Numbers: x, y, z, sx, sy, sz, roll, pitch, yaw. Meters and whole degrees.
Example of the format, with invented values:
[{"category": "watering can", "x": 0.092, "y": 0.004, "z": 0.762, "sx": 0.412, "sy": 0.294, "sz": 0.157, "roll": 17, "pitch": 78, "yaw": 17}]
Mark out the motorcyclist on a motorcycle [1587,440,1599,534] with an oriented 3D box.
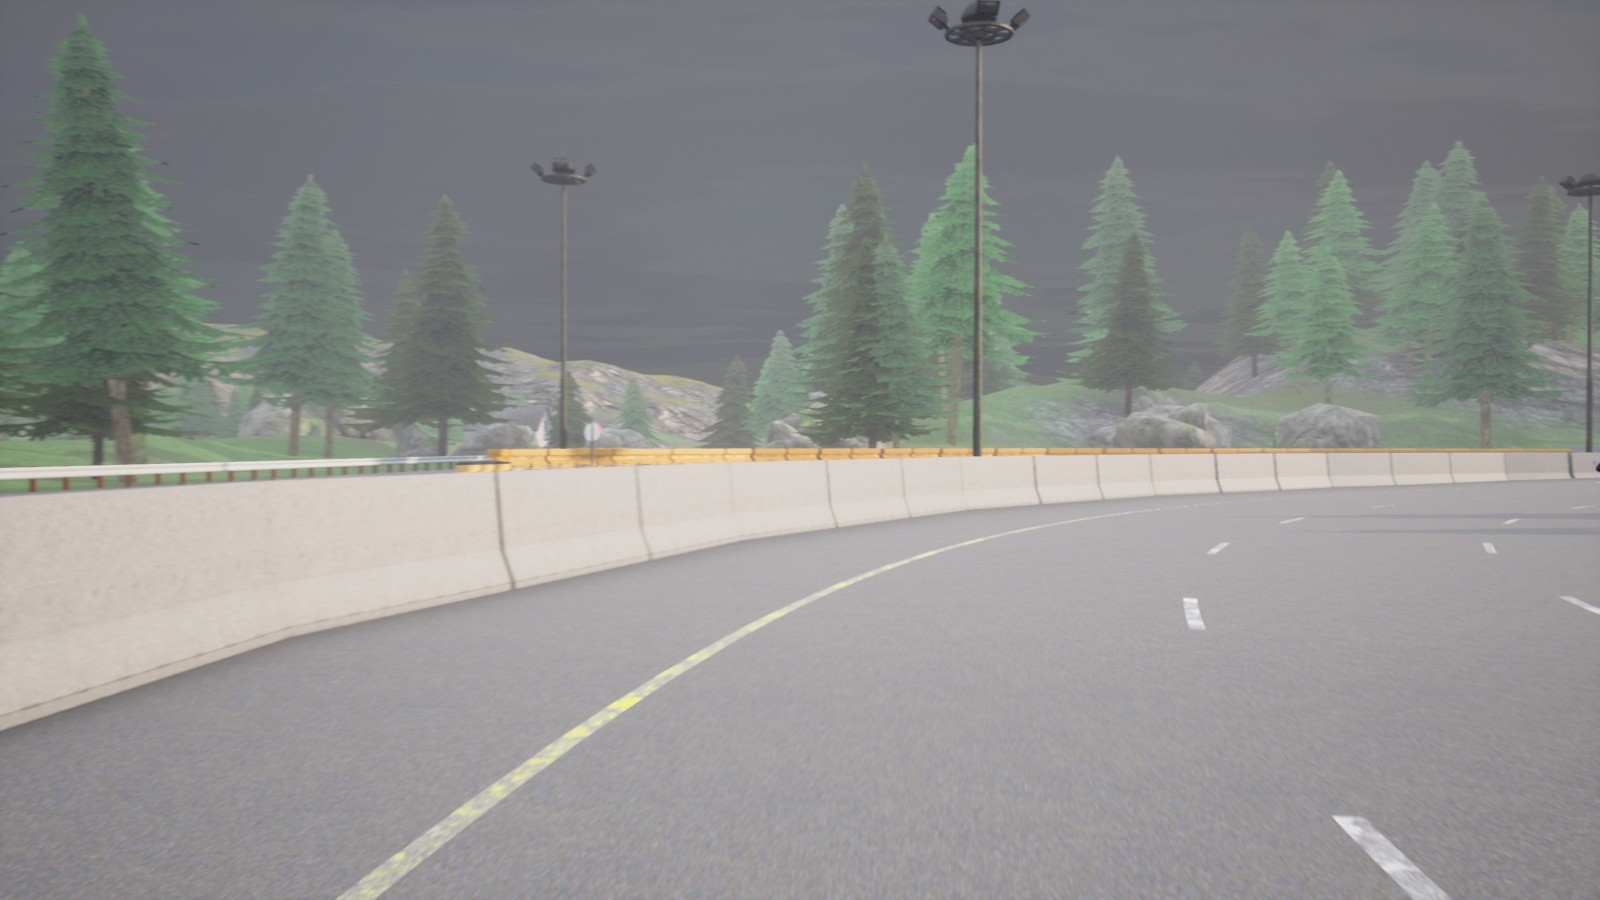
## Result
[{"category": "motorcyclist on a motorcycle", "x": 14.315, "y": 0.629, "z": 21.934, "sx": 0.866, "sy": 1.590, "sz": 1.817, "roll": 1, "pitch": 1, "yaw": 34}]
